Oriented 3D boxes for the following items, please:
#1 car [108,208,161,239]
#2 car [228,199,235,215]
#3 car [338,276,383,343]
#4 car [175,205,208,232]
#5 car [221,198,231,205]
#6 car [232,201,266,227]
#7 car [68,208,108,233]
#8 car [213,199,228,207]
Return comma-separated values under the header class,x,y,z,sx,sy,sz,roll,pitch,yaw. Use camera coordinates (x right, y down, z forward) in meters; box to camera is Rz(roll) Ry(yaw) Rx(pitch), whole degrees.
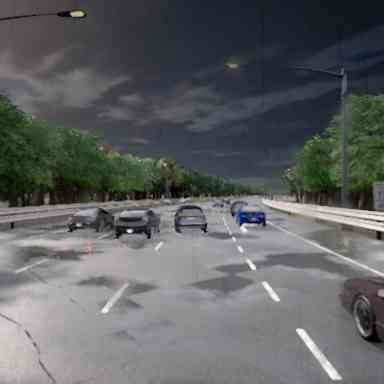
class,x,y,z,sx,sy,sz,roll,pitch,yaw
car,-2.903,1.671,18.546,1.837,1.490,4.892,0,-1,3
car,5.142,1.759,35.479,2.033,1.649,4.856,0,-1,5
car,3.517,1.579,3.504,2.033,1.411,5.357,0,-1,1
car,-0.085,1.625,21.412,2.033,1.649,4.856,-1,0,-2
car,8.188,2.299,80.227,1.812,1.442,4.674,0,-1,12
car,4.318,1.704,24.837,1.882,1.535,5.008,0,-1,4
car,-6.290,1.719,21.141,1.812,1.442,4.674,0,-1,3
car,4.984,2.138,62.190,2.033,1.411,5.357,0,-1,10
